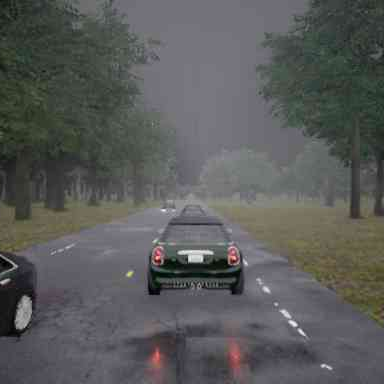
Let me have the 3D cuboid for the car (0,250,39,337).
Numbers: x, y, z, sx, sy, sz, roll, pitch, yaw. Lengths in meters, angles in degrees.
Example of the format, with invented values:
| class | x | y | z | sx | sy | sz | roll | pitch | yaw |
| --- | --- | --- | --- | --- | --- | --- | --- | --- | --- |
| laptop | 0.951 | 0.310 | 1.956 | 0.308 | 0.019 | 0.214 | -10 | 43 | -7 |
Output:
| class | x | y | z | sx | sy | sz | roll | pitch | yaw |
| --- | --- | --- | --- | --- | --- | --- | --- | --- | --- |
| car | -3.602 | 1.532 | 3.955 | 1.837 | 1.490 | 4.892 | 0 | 0 | 0 |

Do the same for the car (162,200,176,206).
| class | x | y | z | sx | sy | sz | roll | pitch | yaw |
| --- | --- | --- | --- | --- | --- | --- | --- | --- | --- |
| car | -3.543 | 1.943 | 51.859 | 1.812 | 1.442 | 4.674 | 0 | -1 | 0 |

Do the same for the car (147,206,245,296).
| class | x | y | z | sx | sy | sz | roll | pitch | yaw |
| --- | --- | --- | --- | --- | --- | --- | --- | --- | --- |
| car | 0.095 | 1.411 | 8.999 | 2.097 | 1.767 | 4.553 | 0 | 0 | 0 |
